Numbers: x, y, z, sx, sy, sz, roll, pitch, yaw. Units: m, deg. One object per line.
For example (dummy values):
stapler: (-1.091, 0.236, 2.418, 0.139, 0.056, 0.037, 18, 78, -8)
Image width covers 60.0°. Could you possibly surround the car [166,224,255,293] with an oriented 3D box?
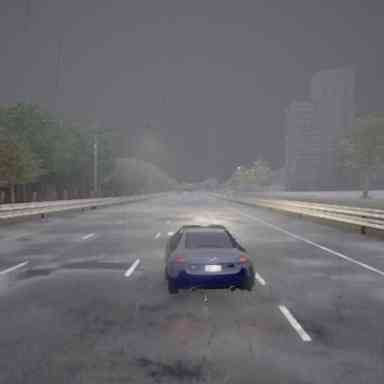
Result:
car: (0.304, 1.554, 8.933, 1.994, 1.385, 4.181, 0, 0, -4)
